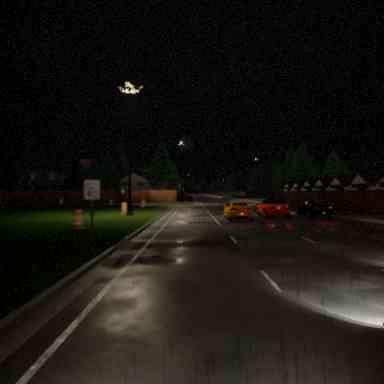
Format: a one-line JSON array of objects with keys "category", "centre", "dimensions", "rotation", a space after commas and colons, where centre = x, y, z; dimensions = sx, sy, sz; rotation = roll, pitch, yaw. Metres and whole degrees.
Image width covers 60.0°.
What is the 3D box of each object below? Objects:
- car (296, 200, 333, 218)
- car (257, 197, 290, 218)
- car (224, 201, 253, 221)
[{"category": "car", "centre": [10.731, 1.484, 29.435], "dimensions": [2.128, 1.511, 4.902], "rotation": [0, 0, 0]}, {"category": "car", "centre": [7.228, 1.345, 29.894], "dimensions": [2.097, 1.767, 4.553], "rotation": [0, 0, 0]}, {"category": "car", "centre": [3.742, 1.471, 27.353], "dimensions": [1.882, 1.535, 5.008], "rotation": [0, 0, 0]}]
